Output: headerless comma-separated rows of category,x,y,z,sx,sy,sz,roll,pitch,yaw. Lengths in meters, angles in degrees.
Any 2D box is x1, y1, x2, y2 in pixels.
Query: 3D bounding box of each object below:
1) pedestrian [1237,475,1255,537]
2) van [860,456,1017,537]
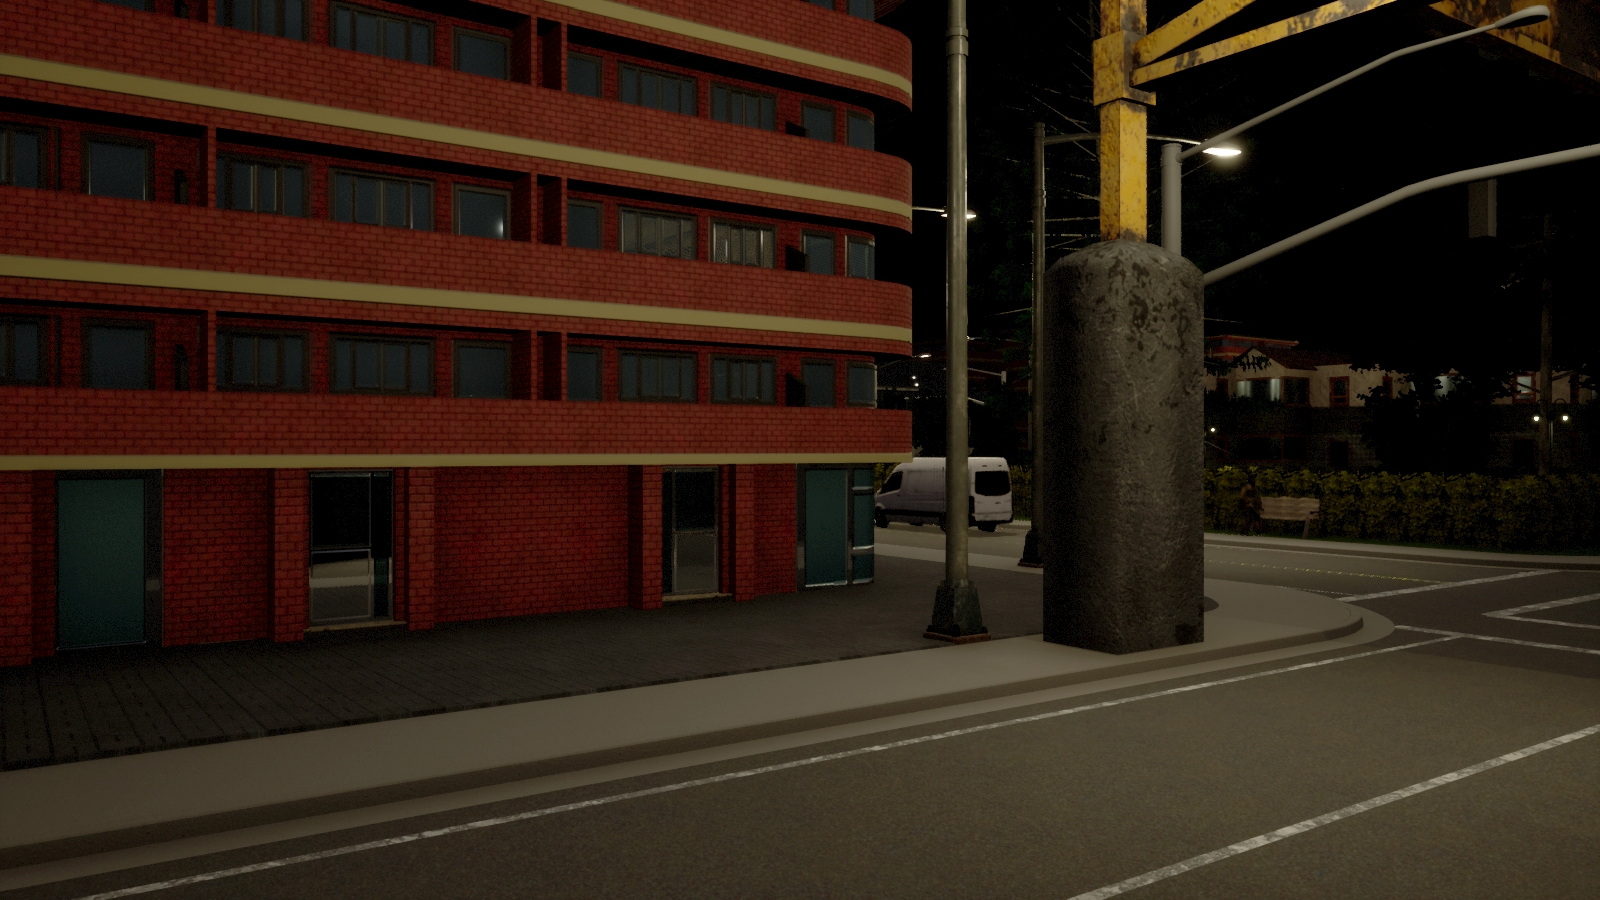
pedestrian,13.541,1.686,34.695,0.375,1.860,0.375,0,0,-33
van,4.692,1.523,39.748,1.988,2.561,5.915,0,0,-34
